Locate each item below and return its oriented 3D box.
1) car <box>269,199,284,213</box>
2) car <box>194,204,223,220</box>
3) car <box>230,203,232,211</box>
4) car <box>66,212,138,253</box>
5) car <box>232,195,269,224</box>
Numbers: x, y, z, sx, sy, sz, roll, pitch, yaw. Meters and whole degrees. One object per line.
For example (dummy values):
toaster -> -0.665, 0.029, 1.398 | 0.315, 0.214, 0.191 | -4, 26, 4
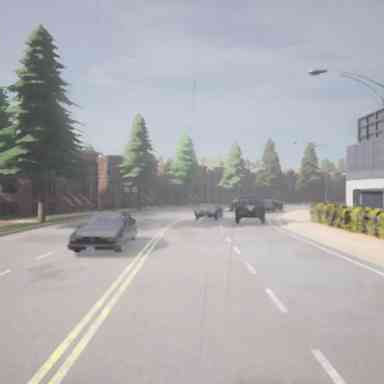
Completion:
car -> 9.300, 1.545, 38.697 | 2.128, 1.511, 4.902 | 0, 0, 30
car -> 1.548, 1.641, 28.499 | 1.895, 1.301, 4.718 | 0, 0, 12
car -> 6.094, 1.562, 39.986 | 1.837, 1.490, 4.892 | 0, 0, 28
car -> -3.499, 1.568, 14.138 | 2.033, 1.411, 5.357 | 0, 0, 0
car -> 4.453, 1.258, 25.637 | 2.150, 2.045, 5.566 | 0, 0, 9
